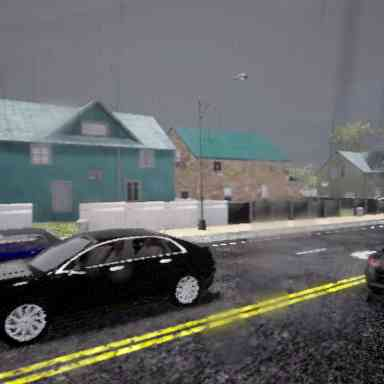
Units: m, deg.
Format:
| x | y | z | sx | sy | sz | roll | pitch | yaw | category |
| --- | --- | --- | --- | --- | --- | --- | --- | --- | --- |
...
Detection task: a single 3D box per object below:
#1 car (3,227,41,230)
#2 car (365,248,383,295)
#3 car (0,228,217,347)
| x | y | z | sx | sy | sz | roll | pitch | yaw | category |
| --- | --- | --- | --- | --- | --- | --- | --- | --- | --- |
| -4.693 | 1.605 | 8.321 | 4.718 | 1.301 | 1.895 | 0 | 0 | -35 | car |
| 5.716 | 1.565 | 7.518 | 4.674 | 1.442 | 1.812 | 0 | 0 | -35 | car |
| -1.742 | 1.515 | 6.432 | 4.892 | 1.490 | 1.837 | 0 | 0 | -35 | car |
